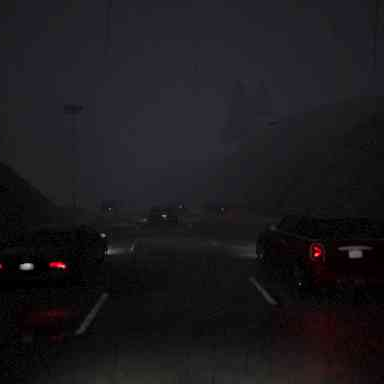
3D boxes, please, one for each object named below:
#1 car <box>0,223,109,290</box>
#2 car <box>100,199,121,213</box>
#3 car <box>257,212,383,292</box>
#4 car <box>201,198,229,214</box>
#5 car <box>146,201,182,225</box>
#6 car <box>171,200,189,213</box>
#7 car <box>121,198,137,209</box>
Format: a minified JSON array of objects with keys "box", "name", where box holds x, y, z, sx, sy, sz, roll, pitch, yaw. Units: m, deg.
[{"box":[-3.636,1.589,9.347,2.033,1.411,5.357,-1,0,-5],"name":"car"},{"box":[-9.876,1.609,39.572,1.837,1.490,4.892,0,0,-16],"name":"car"},{"box":[3.253,1.306,9.004,2.097,1.767,4.553,-1,0,-4],"name":"car"},{"box":[2.381,1.456,35.412,1.837,1.490,4.892,0,0,-15],"name":"car"},{"box":[-2.243,1.580,24.293,1.994,1.385,4.181,-1,0,-11],"name":"car"},{"box":[-1.779,1.567,37.277,1.994,1.385,4.181,-1,0,-16],"name":"car"},{"box":[-9.480,1.586,48.826,2.128,1.511,4.902,-1,0,-23],"name":"car"}]
